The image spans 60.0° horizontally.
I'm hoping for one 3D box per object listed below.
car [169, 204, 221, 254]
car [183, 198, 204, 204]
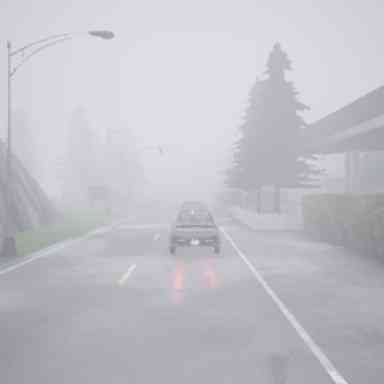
[{"bbox_3d":[0.103,1.459,13.363,2.128,1.511,4.902,0,0,0],"label":"car"},{"bbox_3d":[0.106,1.295,23.361,2.097,1.767,4.553,0,0,0],"label":"car"}]
